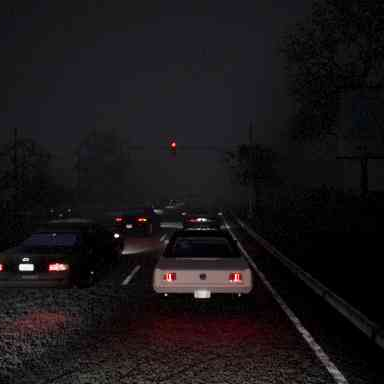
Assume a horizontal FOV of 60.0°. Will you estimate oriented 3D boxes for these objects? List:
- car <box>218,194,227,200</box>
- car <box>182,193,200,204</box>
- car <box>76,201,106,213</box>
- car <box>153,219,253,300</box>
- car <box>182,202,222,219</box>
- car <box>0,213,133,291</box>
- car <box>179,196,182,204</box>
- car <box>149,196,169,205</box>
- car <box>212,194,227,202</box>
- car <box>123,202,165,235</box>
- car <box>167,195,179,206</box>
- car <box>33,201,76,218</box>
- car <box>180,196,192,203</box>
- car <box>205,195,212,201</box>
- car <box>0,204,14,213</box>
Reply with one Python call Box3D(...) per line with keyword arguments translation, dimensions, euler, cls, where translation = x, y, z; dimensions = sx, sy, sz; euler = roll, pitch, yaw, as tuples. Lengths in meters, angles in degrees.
Box3D(translation=(7.979, 1.346, 86.357), dimensions=(1.882, 1.535, 5.008), euler=(0, 0, 11), cls="car")
Box3D(translation=(0.114, 1.221, 56.507), dimensions=(2.150, 2.045, 5.566), euler=(0, 0, 6), cls="car")
Box3D(translation=(-11.553, 1.600, 35.187), dimensions=(4.718, 1.301, 1.895), euler=(0, 0, -2), cls="car")
Box3D(translation=(0.232, 1.601, 8.373), dimensions=(1.895, 1.301, 4.718), euler=(0, 0, 1), cls="car")
Box3D(translation=(0.522, 1.505, 17.598), dimensions=(1.837, 1.490, 4.892), euler=(0, 0, 2), cls="car")
Box3D(translation=(-3.256, 1.547, 9.136), dimensions=(2.033, 1.411, 5.357), euler=(0, 0, 1), cls="car")
Box3D(translation=(-2.776, 1.502, 63.036), dimensions=(1.837, 1.490, 4.892), euler=(0, 1, 8), cls="car")
Box3D(translation=(-4.830, 1.601, 45.201), dimensions=(1.895, 1.301, 4.718), euler=(0, 0, 5), cls="car")
Box3D(translation=(6.316, 1.548, 76.652), dimensions=(1.994, 1.385, 4.181), euler=(0, 0, 10), cls="car")
Box3D(translation=(-2.939, 1.526, 18.713), dimensions=(1.812, 1.442, 4.674), euler=(0, 0, 4), cls="car")
Box3D(translation=(-3.890, 1.352, 54.122), dimensions=(2.097, 1.767, 4.553), euler=(0, 0, 7), cls="car")
Box3D(translation=(-12.078, 1.601, 28.711), dimensions=(1.895, 1.301, 4.718), euler=(0, 0, -41), cls="car")
Box3D(translation=(-1.342, 1.552, 72.995), dimensions=(1.994, 1.385, 4.181), euler=(0, 0, 8), cls="car")
Box3D(translation=(4.469, 1.525, 86.610), dimensions=(2.128, 1.511, 4.902), euler=(0, 0, 11), cls="car")
Box3D(translation=(-21.468, 1.603, 35.643), dimensions=(4.718, 1.301, 1.895), euler=(0, 0, 6), cls="car")
